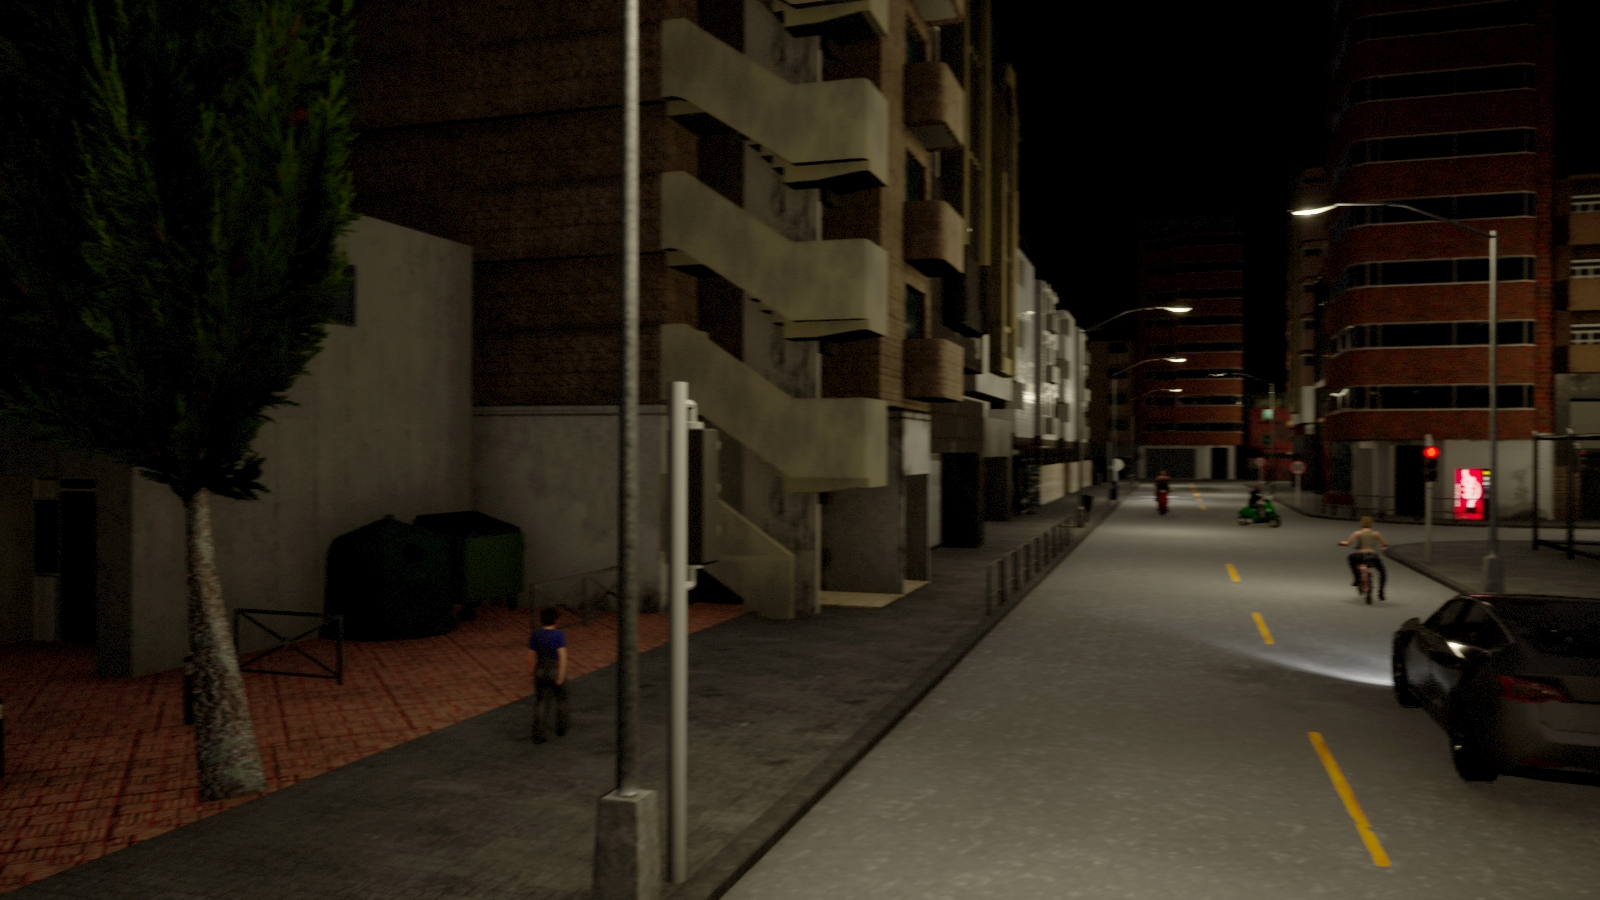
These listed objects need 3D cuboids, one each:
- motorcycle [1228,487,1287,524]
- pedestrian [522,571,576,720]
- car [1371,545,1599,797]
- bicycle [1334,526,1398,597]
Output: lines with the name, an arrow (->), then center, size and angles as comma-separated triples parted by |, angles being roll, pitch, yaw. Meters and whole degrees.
motorcycle -> 16.658, 1.997, 41.611 | 0.856, 1.236, 1.805 | 4, -2, -29
pedestrian -> -2.315, 1.793, 10.550 | 0.375, 1.300, 0.375 | 0, 0, 9
car -> 6.957, 1.859, 10.778 | 2.163, 1.488, 4.792 | 0, 0, 19
bicycle -> 10.550, 2.058, 21.345 | 0.859, 1.080, 1.487 | 0, 3, 18
